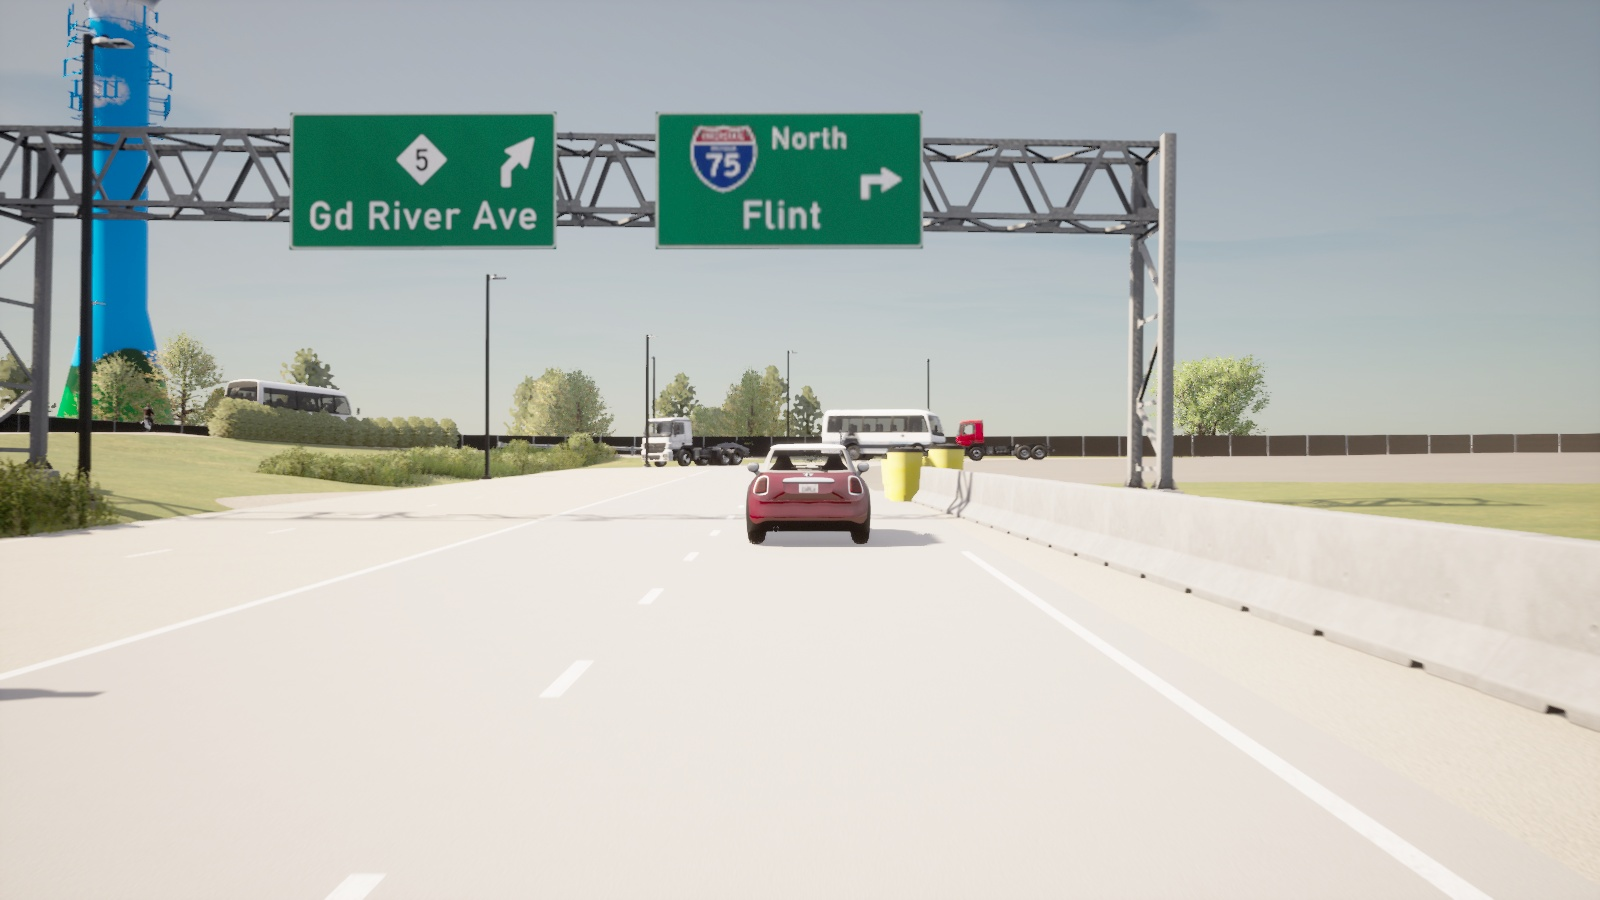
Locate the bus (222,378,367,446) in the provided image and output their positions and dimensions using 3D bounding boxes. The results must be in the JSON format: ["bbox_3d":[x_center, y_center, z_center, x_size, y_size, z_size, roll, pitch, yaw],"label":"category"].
[{"bbox_3d":[-36.695,-2.639,91.733,3.944,4.253,10.273,-1,-2,20],"label":"bus"}]

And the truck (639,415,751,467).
[{"bbox_3d":[-7.201,-0.595,87.345,2.891,3.462,7.936,-1,0,41],"label":"truck"}]

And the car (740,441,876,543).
[{"bbox_3d":[0.131,0.597,20.073,1.970,1.475,3.806,0,0,0],"label":"car"}]
